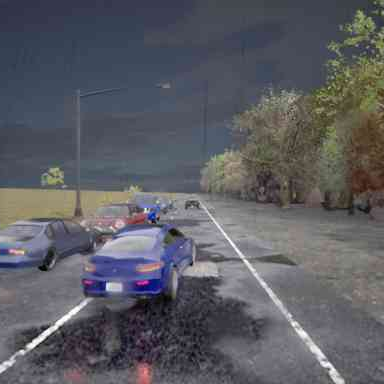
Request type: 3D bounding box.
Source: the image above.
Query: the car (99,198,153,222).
[{"bbox_3d":[-3.531,1.352,15.619,2.097,1.767,4.553,0,0,7],"label":"car"}]

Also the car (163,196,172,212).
[{"bbox_3d":[-3.612,1.347,34.926,2.097,1.767,4.553,0,0,0],"label":"car"}]

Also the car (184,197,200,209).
[{"bbox_3d":[0.037,1.495,44.120,1.837,1.490,4.892,0,0,0],"label":"car"}]

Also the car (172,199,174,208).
[{"bbox_3d":[-3.617,1.342,44.933,2.097,1.767,4.553,0,0,0],"label":"car"}]

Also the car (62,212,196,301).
[{"bbox_3d":[-1.071,1.504,8.283,1.812,1.442,4.674,-1,1,8],"label":"car"}]

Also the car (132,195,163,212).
[{"bbox_3d":[-3.617,1.220,24.922,2.150,2.045,5.566,0,0,-1],"label":"car"}]

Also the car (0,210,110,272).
[{"bbox_3d":[-4.735,1.548,10.861,2.033,1.411,5.357,0,0,7],"label":"car"}]
